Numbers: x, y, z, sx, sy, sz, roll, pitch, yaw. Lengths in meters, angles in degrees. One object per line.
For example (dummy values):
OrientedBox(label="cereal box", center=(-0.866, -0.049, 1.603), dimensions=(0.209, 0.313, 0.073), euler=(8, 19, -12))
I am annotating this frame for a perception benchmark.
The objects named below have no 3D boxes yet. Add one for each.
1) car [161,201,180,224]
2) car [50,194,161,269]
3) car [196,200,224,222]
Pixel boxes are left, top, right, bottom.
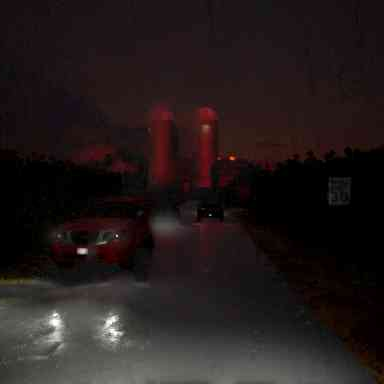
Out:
OrientedBox(label="car", center=(-1.928, 1.384, 23.771), dimensions=(2.033, 1.411, 5.357), euler=(0, 0, 4))
OrientedBox(label="car", center=(-2.679, 1.179, 11.445), dimensions=(2.150, 2.045, 5.566), euler=(0, 0, 4))
OrientedBox(label="car", center=(1.365, 1.319, 24.748), dimensions=(2.128, 1.511, 4.902), euler=(0, 0, 3))
